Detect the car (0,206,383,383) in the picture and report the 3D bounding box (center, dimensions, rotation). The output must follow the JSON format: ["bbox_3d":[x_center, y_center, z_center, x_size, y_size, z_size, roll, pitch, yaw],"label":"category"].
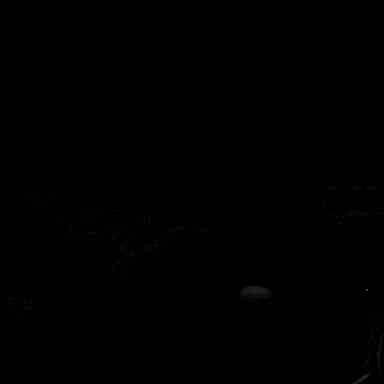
[{"bbox_3d":[0.469,1.223,3.716,5.566,2.045,2.150,0,0,-36],"label":"car"}]
